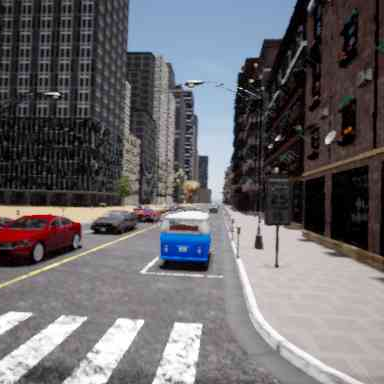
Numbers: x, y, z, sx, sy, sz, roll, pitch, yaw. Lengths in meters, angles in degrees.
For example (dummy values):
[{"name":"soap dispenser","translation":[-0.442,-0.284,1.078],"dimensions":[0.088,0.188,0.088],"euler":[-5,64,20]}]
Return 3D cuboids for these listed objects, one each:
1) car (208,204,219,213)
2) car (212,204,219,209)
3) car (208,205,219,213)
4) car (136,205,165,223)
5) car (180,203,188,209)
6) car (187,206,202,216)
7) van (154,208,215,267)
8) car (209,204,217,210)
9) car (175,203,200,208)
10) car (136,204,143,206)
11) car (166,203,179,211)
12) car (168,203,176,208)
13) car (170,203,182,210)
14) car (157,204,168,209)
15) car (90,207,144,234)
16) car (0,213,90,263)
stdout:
[{"name":"car","translation":[3.950,3.231,62.125],"dimensions":[2.008,1.369,4.403],"euler":[2,-1,5]},{"name":"car","translation":[6.676,4.192,95.195],"dimensions":[1.802,1.307,4.206],"euler":[2,-1,5]},{"name":"car","translation":[4.404,3.384,67.637],"dimensions":[2.008,1.369,4.403],"euler":[2,-1,5]},{"name":"car","translation":[-4.260,2.282,32.925],"dimensions":[1.895,1.301,4.718],"euler":[2,-1,5]},{"name":"car","translation":[-2.138,3.712,90.211],"dimensions":[1.752,1.417,4.829],"euler":[2,-1,5]},{"name":"car","translation":[0.435,2.917,52.242],"dimensions":[1.895,1.301,4.718],"euler":[2,-1,5]},{"name":"van","translation":[-0.136,1.663,12.523],"dimensions":[1.690,1.788,3.998],"euler":[2,-1,5]},{"name":"car","translation":[5.339,3.711,83.066],"dimensions":[1.801,1.575,5.366],"euler":[2,-1,5]},{"name":"car","translation":[-0.382,2.521,41.799],"dimensions":[2.128,1.511,4.902],"euler":[2,-1,6]},{"name":"car","translation":[-6.214,2.250,40.776],"dimensions":[1.967,1.590,4.097],"euler":[2,-1,5]},{"name":"car","translation":[-3.939,3.012,68.336],"dimensions":[1.967,1.590,4.097],"euler":[2,-1,5]},{"name":"car","translation":[-4.398,2.970,62.821],"dimensions":[2.008,1.369,4.403],"euler":[2,-1,5]},{"name":"car","translation":[-3.489,3.277,73.844],"dimensions":[2.008,1.369,4.403],"euler":[2,-1,5]},{"name":"car","translation":[-5.320,2.634,51.629],"dimensions":[1.752,1.417,4.829],"euler":[2,-1,5]},{"name":"car","translation":[-5.111,1.949,22.650],"dimensions":[2.033,1.411,5.357],"euler":[2,-1,5]},{"name":"car","translation":[-5.923,1.613,12.787],"dimensions":[1.882,1.535,5.008],"euler":[2,-1,4]}]
